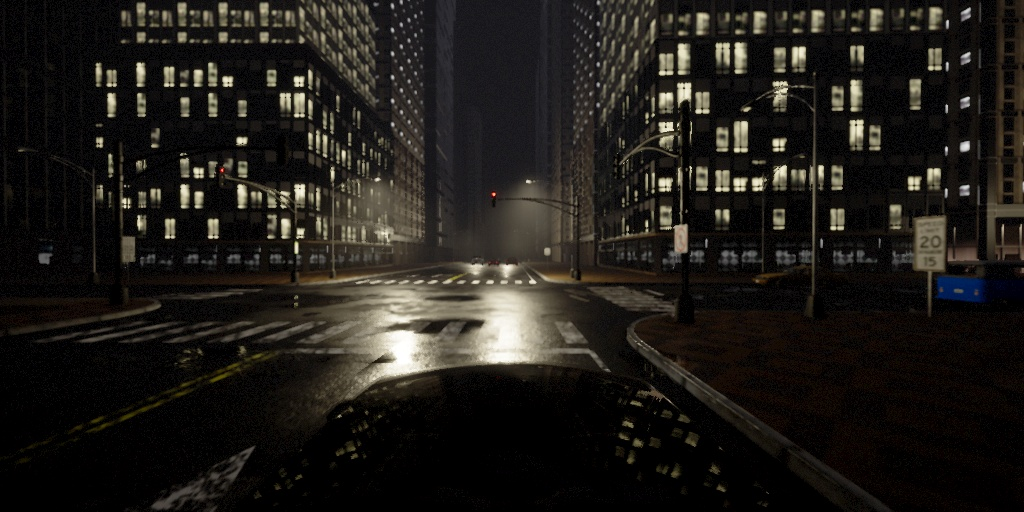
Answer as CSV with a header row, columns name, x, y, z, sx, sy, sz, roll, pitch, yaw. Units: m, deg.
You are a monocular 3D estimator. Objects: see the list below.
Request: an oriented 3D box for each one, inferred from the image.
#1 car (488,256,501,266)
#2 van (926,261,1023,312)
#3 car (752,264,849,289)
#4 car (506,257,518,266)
name,x,y,z,sx,sy,sz,roll,pitch,yaw
car,-3.241,1.138,63.983,1.895,1.301,4.718,0,0,0
van,18.360,1.059,13.197,3.998,1.789,1.690,0,0,2
car,17.091,1.191,21.370,4.829,1.417,1.751,0,0,2
car,0.010,0.888,64.338,2.097,1.767,4.553,0,0,0
